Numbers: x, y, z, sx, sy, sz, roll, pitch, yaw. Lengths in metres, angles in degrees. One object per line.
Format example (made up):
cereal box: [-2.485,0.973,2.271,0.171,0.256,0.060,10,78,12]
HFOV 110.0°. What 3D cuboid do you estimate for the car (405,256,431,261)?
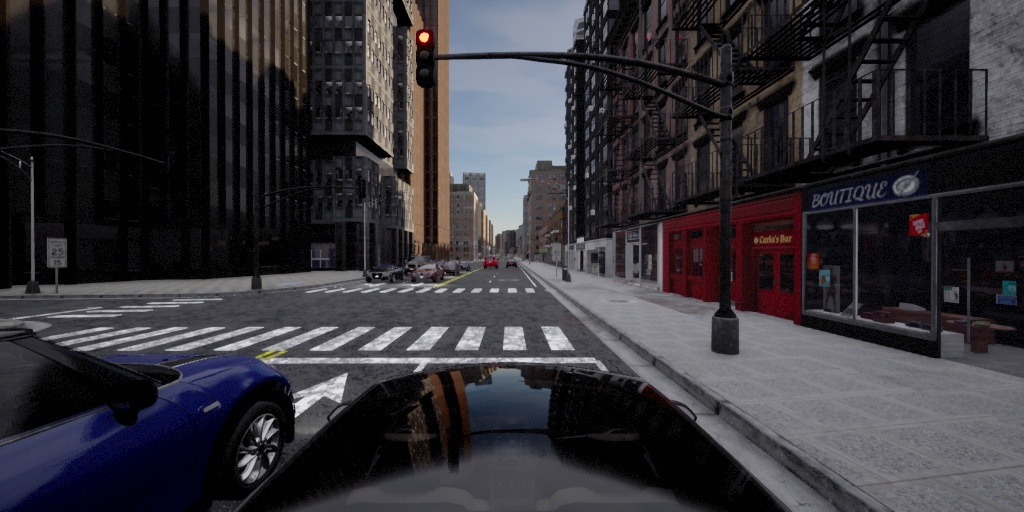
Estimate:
car: [-9.942,0.983,38.065,2.150,2.045,5.566,0,0,0]

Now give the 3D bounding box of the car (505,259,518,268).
car: [-0.068,1.271,61.862,1.837,1.490,4.892,0,0,0]

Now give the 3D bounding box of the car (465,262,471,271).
car: [-6.715,1.327,48.409,1.994,1.385,4.181,0,0,0]

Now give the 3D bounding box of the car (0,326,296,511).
car: [-3.145,1.102,1.620,2.097,1.767,4.553,0,0,0]

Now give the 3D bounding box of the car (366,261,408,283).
car: [-9.907,1.319,28.359,1.994,1.385,4.181,0,0,1]

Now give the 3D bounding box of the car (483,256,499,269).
car: [-3.407,0.987,58.079,2.150,2.045,5.566,0,0,0]

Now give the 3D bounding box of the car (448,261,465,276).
car: [-6.694,1.307,38.448,2.033,1.411,5.357,0,0,0]

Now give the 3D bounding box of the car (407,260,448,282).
car: [-6.667,1.281,28.767,1.812,1.442,4.674,0,0,0]
